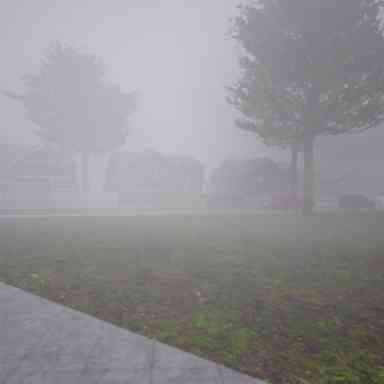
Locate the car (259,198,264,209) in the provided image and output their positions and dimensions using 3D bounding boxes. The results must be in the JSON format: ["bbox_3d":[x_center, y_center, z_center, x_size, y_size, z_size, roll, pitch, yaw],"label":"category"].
[{"bbox_3d":[11.331,1.174,42.961,5.566,2.045,2.150,1,1,-27],"label":"car"}]

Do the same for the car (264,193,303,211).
[{"bbox_3d":[11.828,1.214,40.028,5.566,2.045,2.150,1,1,-27],"label":"car"}]

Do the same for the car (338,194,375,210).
[{"bbox_3d":[22.537,1.383,45.604,5.566,2.045,2.150,1,1,-27],"label":"car"}]
